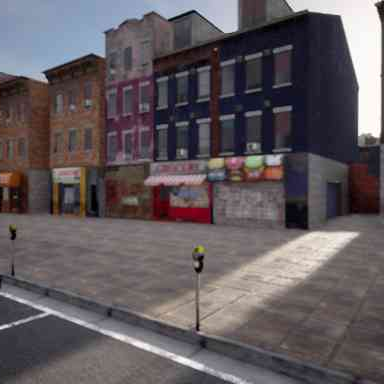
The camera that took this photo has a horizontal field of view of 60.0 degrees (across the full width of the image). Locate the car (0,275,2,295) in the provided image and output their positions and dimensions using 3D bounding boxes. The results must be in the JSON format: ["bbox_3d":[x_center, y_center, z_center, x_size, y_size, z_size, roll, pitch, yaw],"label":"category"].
[{"bbox_3d":[-5.413,1.554,6.668,4.206,1.307,1.802,0,0,35],"label":"car"}]
